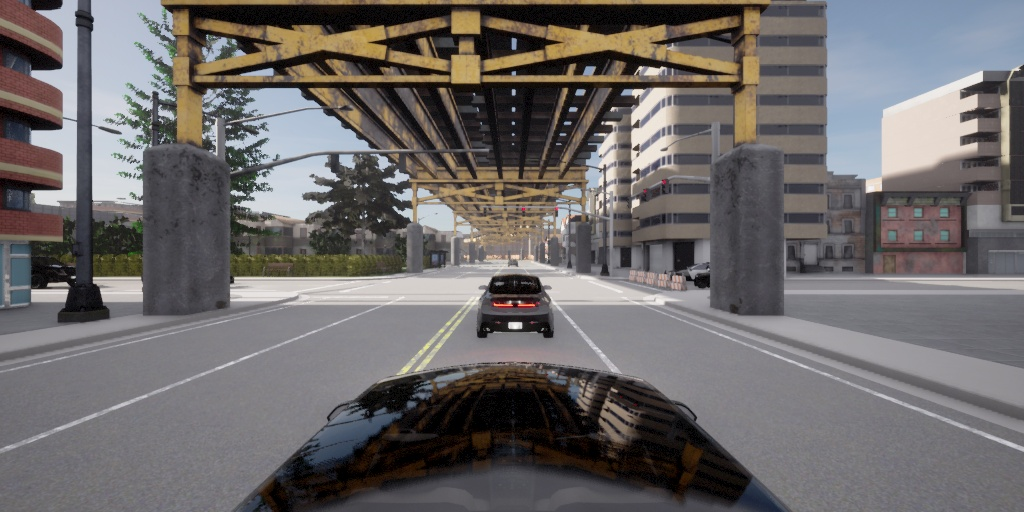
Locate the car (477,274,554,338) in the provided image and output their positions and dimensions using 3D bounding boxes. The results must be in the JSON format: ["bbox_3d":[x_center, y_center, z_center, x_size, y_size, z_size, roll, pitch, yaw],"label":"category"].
[{"bbox_3d":[0.088,1.255,10.160,1.837,1.490,4.892,0,0,0],"label":"car"}]

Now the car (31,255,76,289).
[{"bbox_3d":[-30.046,0.971,22.336,5.566,2.045,2.150,0,0,0],"label":"car"}]

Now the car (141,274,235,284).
[{"bbox_3d":[-20.032,1.255,22.275,4.892,1.490,1.837,0,0,0],"label":"car"}]
